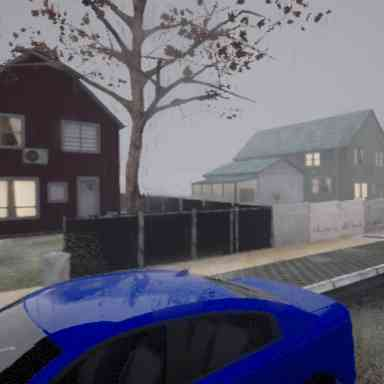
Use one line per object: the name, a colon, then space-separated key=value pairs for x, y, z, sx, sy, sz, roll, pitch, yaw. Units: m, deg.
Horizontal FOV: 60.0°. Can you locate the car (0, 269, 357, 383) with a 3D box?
car: x=-0.748 y=1.476 z=2.533 sx=5.008 sy=1.535 sz=1.882 roll=-1 pitch=0 yaw=-36
